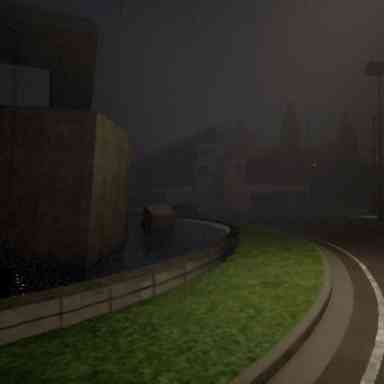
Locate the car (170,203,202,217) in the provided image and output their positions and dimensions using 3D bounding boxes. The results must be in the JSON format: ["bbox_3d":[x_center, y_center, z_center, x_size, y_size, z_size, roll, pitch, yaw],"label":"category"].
[{"bbox_3d":[-0.984,1.842,35.472,4.181,1.385,1.994,-1,-1,29],"label":"car"}]
